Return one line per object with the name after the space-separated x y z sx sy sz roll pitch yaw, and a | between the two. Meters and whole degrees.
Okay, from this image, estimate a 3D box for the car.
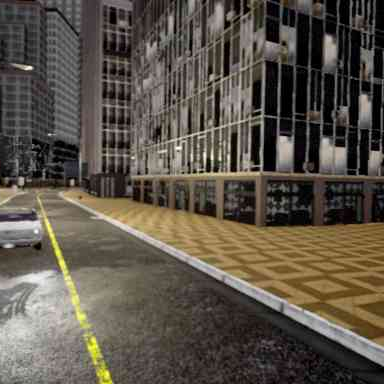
-6.337 1.213 11.750 1.895 1.301 4.718 0 2 -26 | car
